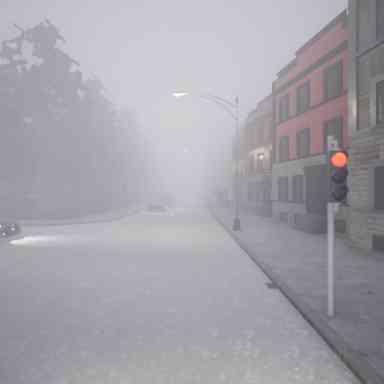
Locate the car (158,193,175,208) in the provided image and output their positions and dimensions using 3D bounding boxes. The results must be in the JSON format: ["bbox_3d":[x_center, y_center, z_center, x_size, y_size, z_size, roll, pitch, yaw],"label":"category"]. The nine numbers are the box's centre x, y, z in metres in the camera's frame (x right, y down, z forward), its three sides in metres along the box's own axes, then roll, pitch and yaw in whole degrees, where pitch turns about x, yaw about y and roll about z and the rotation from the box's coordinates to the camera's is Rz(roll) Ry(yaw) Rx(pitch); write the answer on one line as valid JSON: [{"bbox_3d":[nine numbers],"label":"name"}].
[{"bbox_3d":[-4.088,1.221,49.539,2.150,2.045,5.566,0,0,0],"label":"car"}]

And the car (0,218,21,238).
[{"bbox_3d":[-10.339,1.564,15.513,4.181,1.385,1.994,0,0,-2],"label":"car"}]

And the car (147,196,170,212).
[{"bbox_3d":[-4.095,1.547,39.352,2.033,1.411,5.357,0,0,0],"label":"car"}]
